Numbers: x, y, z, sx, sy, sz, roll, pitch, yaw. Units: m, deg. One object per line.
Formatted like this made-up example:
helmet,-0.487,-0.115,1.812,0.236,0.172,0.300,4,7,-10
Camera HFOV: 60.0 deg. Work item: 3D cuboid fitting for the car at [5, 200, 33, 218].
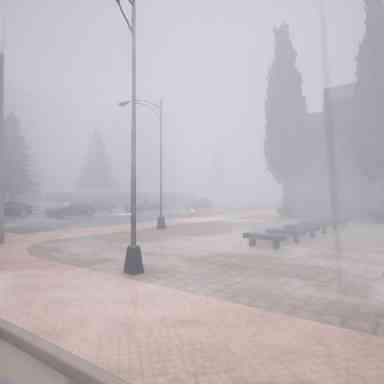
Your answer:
car,-16.239,1.505,28.491,1.837,1.490,4.892,0,0,39

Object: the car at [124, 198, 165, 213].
car,-5.469,1.564,36.640,1.994,1.385,4.181,0,0,38

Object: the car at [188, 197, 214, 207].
car,1.464,1.564,51.329,1.994,1.385,4.181,0,0,38

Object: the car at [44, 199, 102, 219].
car,-10.774,1.526,29.736,1.812,1.442,4.674,0,0,37

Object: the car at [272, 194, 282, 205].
car,16.371,1.564,58.933,1.994,1.385,4.181,0,0,38

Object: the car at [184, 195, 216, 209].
car,0.873,1.505,44.860,1.837,1.490,4.892,0,0,38

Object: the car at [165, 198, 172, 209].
car,-4.688,1.505,43.390,1.837,1.490,4.892,0,0,38

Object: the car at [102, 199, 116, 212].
car,-10.454,1.491,35.918,2.128,1.511,4.902,0,0,38
